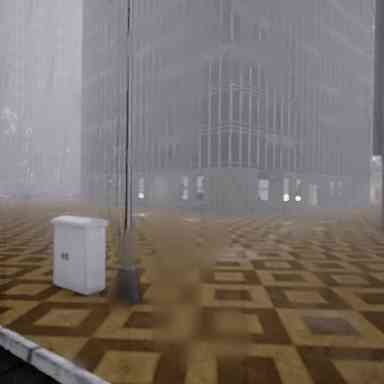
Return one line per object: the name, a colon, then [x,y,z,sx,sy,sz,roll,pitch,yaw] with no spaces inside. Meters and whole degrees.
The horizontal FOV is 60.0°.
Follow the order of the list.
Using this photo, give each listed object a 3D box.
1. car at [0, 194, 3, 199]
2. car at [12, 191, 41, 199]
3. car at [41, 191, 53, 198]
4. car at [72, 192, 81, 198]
car: [-35.706,0.586,58.744,4.097,1.590,1.967,0,2,-42]
car: [-31.496,0.687,62.571,4.313,1.339,1.947,0,2,-42]
car: [-32.856,0.520,72.681,4.507,1.381,1.887,0,2,-42]
car: [-23.044,0.655,70.186,4.206,1.307,1.802,0,2,-42]
